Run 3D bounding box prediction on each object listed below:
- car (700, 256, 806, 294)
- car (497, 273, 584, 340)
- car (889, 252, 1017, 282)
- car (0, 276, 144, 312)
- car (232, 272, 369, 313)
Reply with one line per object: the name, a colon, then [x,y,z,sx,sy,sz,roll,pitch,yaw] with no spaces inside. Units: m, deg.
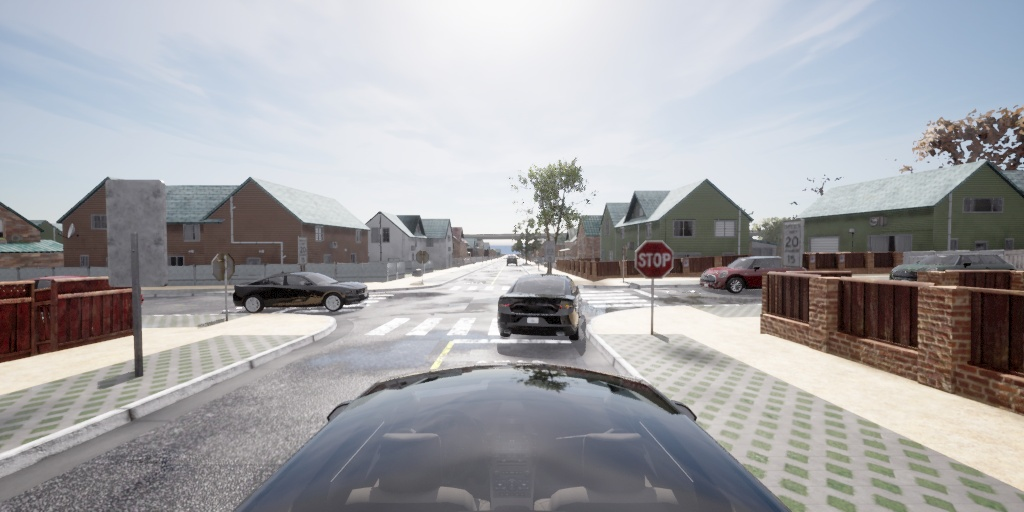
car: [11.807,0.820,17.686,4.553,1.767,2.097,-1,2,0]
car: [0.958,1.224,10.077,1.882,1.535,5.008,0,0,12]
car: [21.702,0.646,17.757,4.553,1.767,2.097,-1,2,0]
car: [-18.020,1.546,14.542,5.008,1.535,1.882,-1,2,0]
car: [-8.468,1.376,14.604,5.008,1.535,1.882,-1,2,0]
